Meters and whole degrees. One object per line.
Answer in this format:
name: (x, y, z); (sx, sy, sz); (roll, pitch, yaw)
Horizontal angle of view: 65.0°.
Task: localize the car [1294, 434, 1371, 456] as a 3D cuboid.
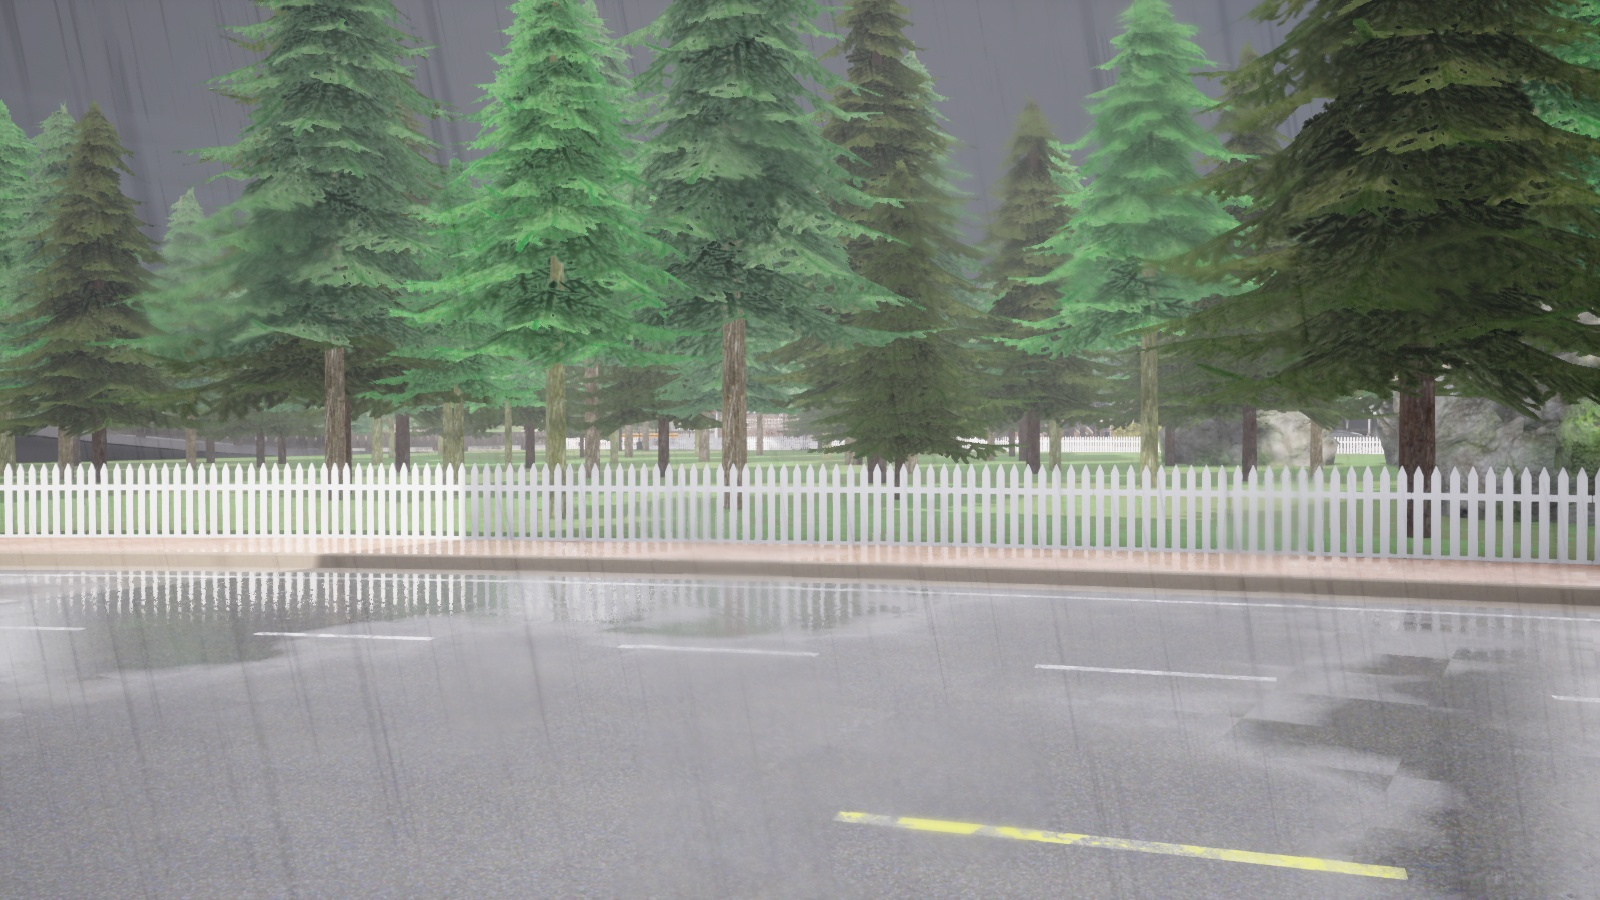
car: (36.711, -0.341, 86.591); (4.674, 1.442, 1.812); (1, 1, 33)
